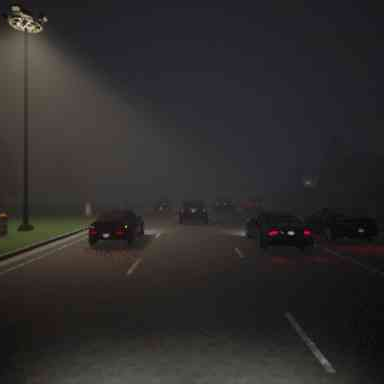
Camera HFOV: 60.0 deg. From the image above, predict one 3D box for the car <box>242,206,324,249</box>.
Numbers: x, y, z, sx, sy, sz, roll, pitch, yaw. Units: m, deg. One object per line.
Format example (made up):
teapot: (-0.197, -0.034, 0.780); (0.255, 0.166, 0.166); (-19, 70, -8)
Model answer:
car: (3.593, 1.551, 14.562); (2.033, 1.411, 5.357); (0, 0, 0)

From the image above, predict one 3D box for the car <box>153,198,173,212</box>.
car: (-3.416, 1.512, 39.033); (1.837, 1.490, 4.892); (0, 0, 0)

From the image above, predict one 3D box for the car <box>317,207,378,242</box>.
car: (7.093, 1.481, 16.421); (1.882, 1.535, 5.008); (0, 0, 0)

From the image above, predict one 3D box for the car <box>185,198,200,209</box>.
car: (0.082, 1.557, 45.792); (2.033, 1.411, 5.357); (0, 0, 0)

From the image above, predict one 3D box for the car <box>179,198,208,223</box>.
car: (0.089, 1.358, 25.519); (2.097, 1.767, 4.553); (0, 0, 0)

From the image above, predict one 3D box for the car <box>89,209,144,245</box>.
car: (-3.407, 1.529, 15.495); (1.812, 1.442, 4.674); (0, 0, 0)

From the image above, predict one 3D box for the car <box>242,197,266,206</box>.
car: (7.084, 1.361, 38.463); (2.097, 1.767, 4.553); (0, 0, 0)

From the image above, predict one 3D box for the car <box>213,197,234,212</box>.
car: (3.583, 1.361, 38.221); (2.097, 1.767, 4.553); (0, 0, 0)
